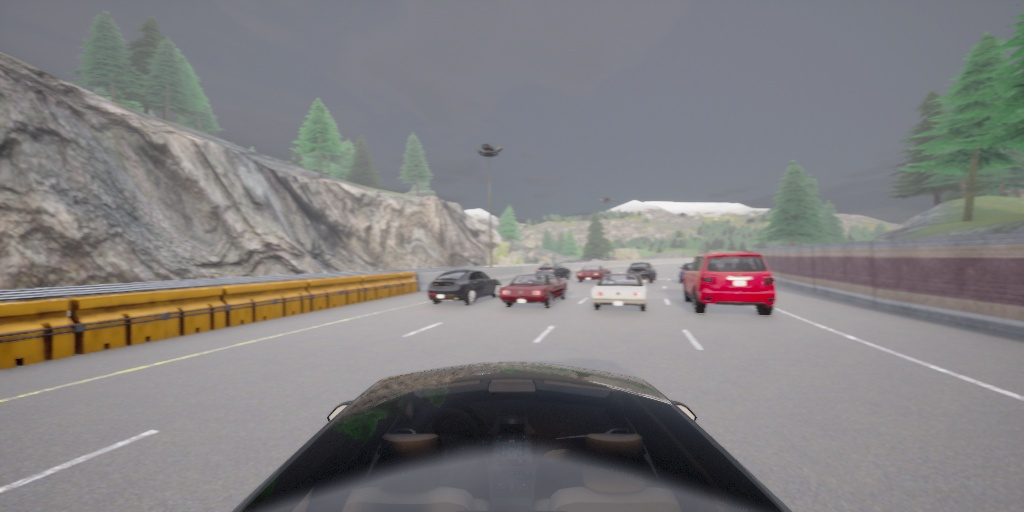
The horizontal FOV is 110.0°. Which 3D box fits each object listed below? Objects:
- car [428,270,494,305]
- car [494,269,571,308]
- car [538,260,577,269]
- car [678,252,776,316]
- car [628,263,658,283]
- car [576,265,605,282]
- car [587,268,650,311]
[{"bbox_3d":[-2.088,1.384,17.000,1.837,1.490,4.892,-1,0,20],"label":"car"},{"bbox_3d":[1.130,1.410,15.626,1.895,1.301,4.718,-1,0,20],"label":"car"},{"bbox_3d":[3.564,1.342,30.302,2.128,1.511,4.902,-1,0,26],"label":"car"},{"bbox_3d":[7.663,0.891,13.146,2.150,2.045,5.566,-1,0,20],"label":"car"},{"bbox_3d":[9.873,1.223,27.272,1.837,1.490,4.892,-1,0,26],"label":"car"},{"bbox_3d":[6.628,1.384,28.613,1.895,1.301,4.718,-1,0,26],"label":"car"},{"bbox_3d":[4.420,1.343,14.434,1.895,1.301,4.718,-1,0,20],"label":"car"}]
